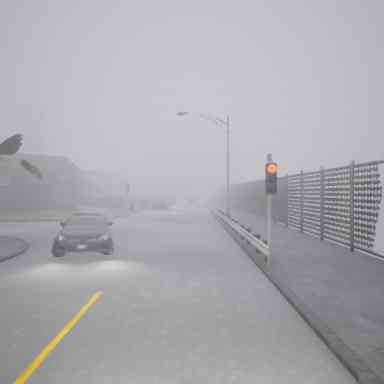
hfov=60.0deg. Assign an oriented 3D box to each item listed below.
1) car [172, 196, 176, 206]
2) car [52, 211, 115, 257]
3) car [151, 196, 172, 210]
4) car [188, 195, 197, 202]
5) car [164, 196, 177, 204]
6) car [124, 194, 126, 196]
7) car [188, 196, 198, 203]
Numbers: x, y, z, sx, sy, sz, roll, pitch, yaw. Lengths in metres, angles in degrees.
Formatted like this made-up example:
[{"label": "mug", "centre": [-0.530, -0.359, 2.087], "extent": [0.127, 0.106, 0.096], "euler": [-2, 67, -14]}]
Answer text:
[{"label": "car", "centre": [-4.047, 1.505, 52.519], "extent": [1.837, 1.490, 4.892], "euler": [0, 0, 0]}, {"label": "car", "centre": [-4.087, 1.526, 13.158], "extent": [1.812, 1.442, 4.674], "euler": [1, 0, -12]}, {"label": "car", "centre": [-4.062, 1.478, 42.801], "extent": [1.882, 1.535, 5.008], "euler": [0, 0, 0]}, {"label": "car", "centre": [0.066, 1.540, 78.648], "extent": [2.033, 1.411, 5.357], "euler": [0, 0, 0]}, {"label": "car", "centre": [-4.005, 1.547, 62.975], "extent": [2.033, 1.411, 5.357], "euler": [0, 0, 0]}, {"label": "car", "centre": [-17.212, 1.134, 78.245], "extent": [3.633, 1.501, 1.845], "euler": [0, 0, 0]}, {"label": "car", "centre": [0.161, 1.547, 68.020], "extent": [2.033, 1.411, 5.357], "euler": [0, 0, -1]}]
